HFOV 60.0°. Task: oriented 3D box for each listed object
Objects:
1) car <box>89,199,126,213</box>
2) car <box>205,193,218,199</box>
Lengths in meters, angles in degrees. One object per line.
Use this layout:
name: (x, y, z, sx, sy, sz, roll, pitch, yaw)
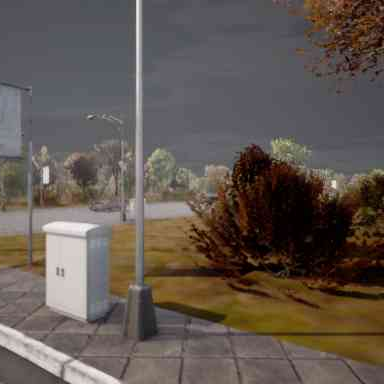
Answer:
car: (-9.310, 1.492, 36.754, 1.994, 1.385, 4.181, 0, 0, 32)
car: (3.001, 1.130, 56.022, 2.150, 2.045, 5.566, 0, 0, 33)
